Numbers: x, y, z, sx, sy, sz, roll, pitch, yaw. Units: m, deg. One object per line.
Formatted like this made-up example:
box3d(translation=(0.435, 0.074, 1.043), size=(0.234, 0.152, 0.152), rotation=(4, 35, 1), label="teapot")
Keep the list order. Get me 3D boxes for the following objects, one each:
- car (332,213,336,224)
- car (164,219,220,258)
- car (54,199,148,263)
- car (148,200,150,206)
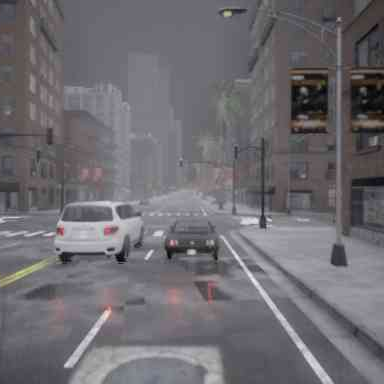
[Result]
box3d(translation=(12.982, 2.005, 25.383), size=(4.313, 1.339, 1.947), rotation=(0, 0, 0), label="car")
box3d(translation=(0.044, 1.726, 13.247), size=(1.895, 1.301, 4.718), rotation=(0, -1, 1), label="car")
box3d(translation=(-3.227, 1.344, 12.614), size=(2.150, 2.045, 5.566), rotation=(0, 0, 0), label="car")
box3d(translation=(-9.699, 2.172, 68.483), size=(2.033, 1.411, 5.357), rotation=(0, 0, 0), label="car")
